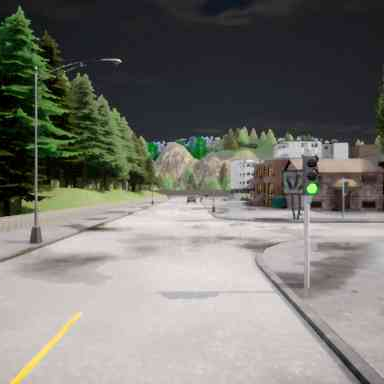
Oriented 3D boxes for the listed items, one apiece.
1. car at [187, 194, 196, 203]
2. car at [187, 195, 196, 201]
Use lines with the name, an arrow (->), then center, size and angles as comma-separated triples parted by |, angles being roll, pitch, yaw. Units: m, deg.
car -> -0.106, 1.519, 67.794 | 2.128, 1.511, 4.902 | 0, 0, 0
car -> -0.123, 1.364, 78.214 | 1.837, 1.490, 4.892 | 0, 0, 0
